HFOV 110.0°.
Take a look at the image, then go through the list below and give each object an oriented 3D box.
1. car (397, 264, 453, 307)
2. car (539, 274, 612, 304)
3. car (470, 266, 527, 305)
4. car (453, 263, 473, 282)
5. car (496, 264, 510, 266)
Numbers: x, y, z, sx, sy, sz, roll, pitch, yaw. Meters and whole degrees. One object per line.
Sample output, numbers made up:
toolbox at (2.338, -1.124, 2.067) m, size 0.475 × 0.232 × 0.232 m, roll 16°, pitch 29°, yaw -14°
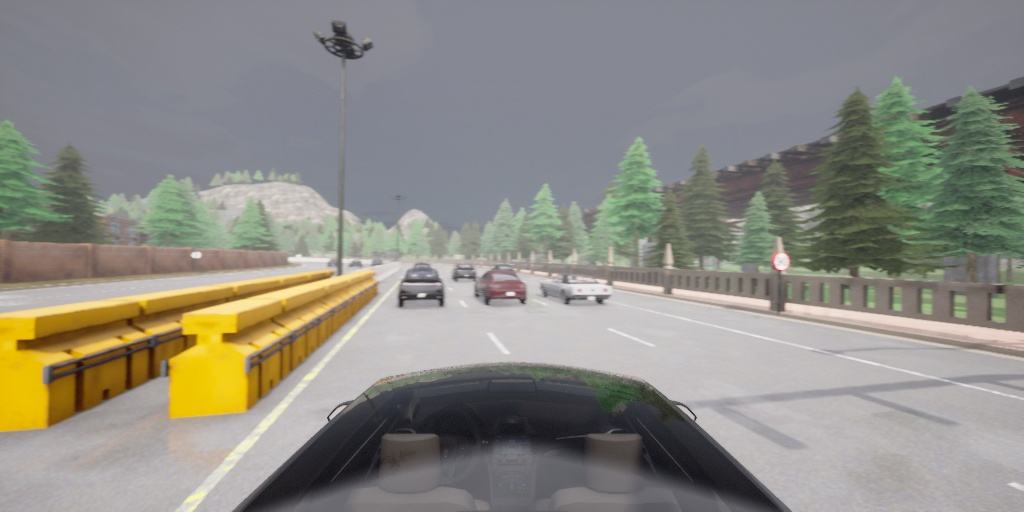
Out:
car at (-3.984, 1.284, 15.871) m, size 2.128 × 1.511 × 4.902 m, roll 1°, pitch 0°, yaw -14°
car at (2.849, 1.505, 17.385) m, size 1.895 × 1.301 × 4.718 m, roll 1°, pitch 0°, yaw -14°
car at (-0.612, 1.374, 16.815) m, size 1.812 × 1.442 × 4.674 m, roll 1°, pitch 0°, yaw -14°
car at (-4.222, 1.390, 31.270) m, size 2.128 × 1.511 × 4.902 m, roll 1°, pitch 0°, yaw -14°
car at (-0.848, 1.480, 32.201) m, size 1.812 × 1.442 × 4.674 m, roll 1°, pitch 0°, yaw -14°
